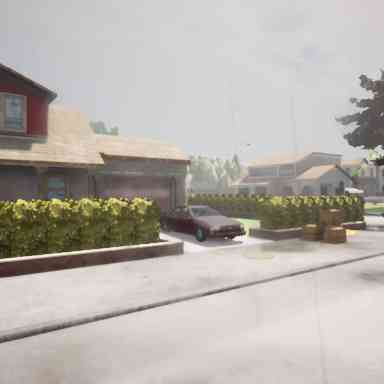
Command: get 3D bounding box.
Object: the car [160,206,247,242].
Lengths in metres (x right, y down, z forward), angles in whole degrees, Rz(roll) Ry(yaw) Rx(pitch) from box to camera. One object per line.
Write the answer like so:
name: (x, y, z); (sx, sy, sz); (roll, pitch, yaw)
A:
car: (0.137, 1.355, 15.506); (2.033, 1.415, 5.357); (0, 0, -33)
